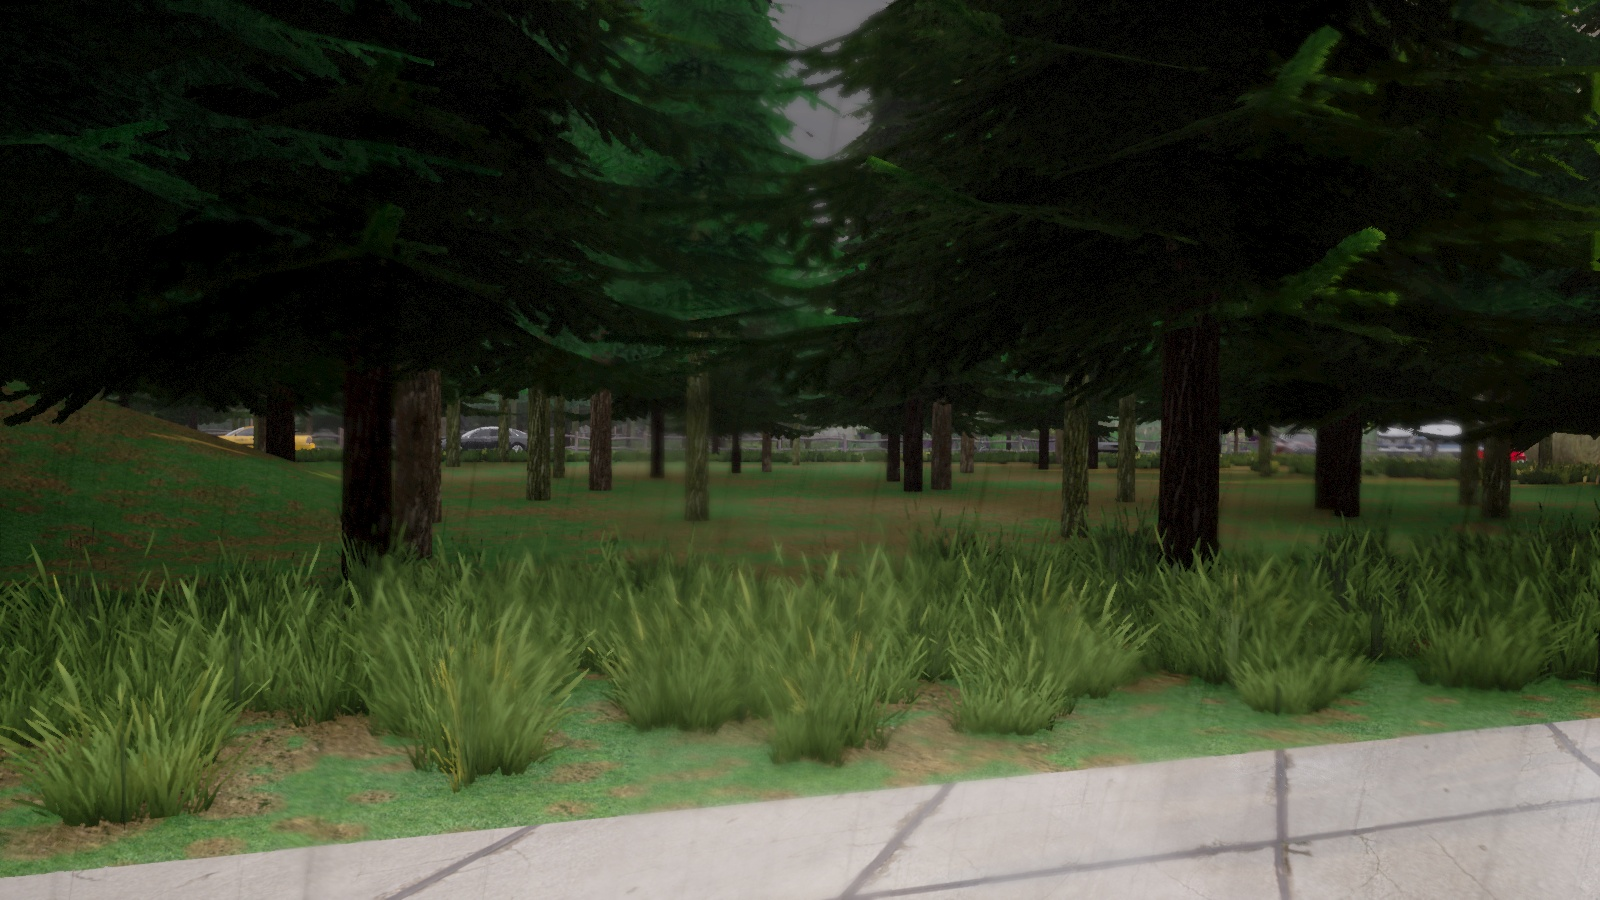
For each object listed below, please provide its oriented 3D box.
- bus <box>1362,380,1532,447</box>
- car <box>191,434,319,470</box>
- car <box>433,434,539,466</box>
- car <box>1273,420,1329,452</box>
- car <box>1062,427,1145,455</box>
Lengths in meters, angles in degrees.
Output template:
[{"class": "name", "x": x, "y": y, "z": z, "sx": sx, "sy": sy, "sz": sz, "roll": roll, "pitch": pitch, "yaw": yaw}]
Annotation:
[{"class": "bus", "x": 42.682, "y": -2.396, "z": 82.882, "sx": 10.273, "sy": 4.253, "sz": 3.944, "roll": -1, "pitch": 1, "yaw": -19}, {"class": "car", "x": -25.178, "y": 0.062, "z": 58.221, "sx": 5.366, "sy": 1.575, "sz": 1.801, "roll": -1, "pitch": 1, "yaw": -21}, {"class": "car", "x": -15.475, "y": -0.037, "z": 61.913, "sx": 4.892, "sy": 1.490, "sz": 1.837, "roll": -1, "pitch": 1, "yaw": -21}, {"class": "car", "x": 28.731, "y": -0.814, "z": 72.146, "sx": 2.097, "sy": 1.767, "sz": 4.553, "roll": 0, "pitch": 1, "yaw": 9}, {"class": "car", "x": 16.977, "y": -0.523, "z": 70.245, "sx": 4.193, "sy": 1.474, "sz": 1.816, "roll": -1, "pitch": 1, "yaw": -19}]
